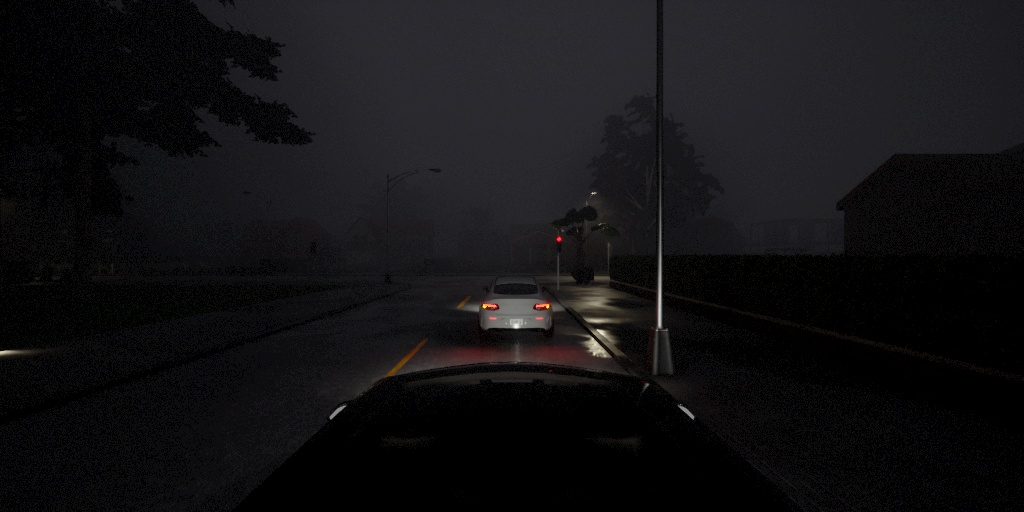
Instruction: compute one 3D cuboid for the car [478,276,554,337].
[{"bbox_3d":[0.092,1.276,10.139,1.812,1.442,4.674,0,0,0],"label":"car"}]
